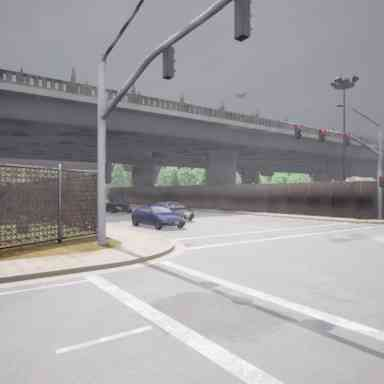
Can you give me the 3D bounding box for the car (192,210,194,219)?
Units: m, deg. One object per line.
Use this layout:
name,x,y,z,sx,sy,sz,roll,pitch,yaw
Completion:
car,-1.729,1.545,26.817,2.128,1.511,4.902,0,0,-36

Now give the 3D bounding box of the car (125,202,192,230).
car,-2.330,1.580,21.677,1.812,1.442,4.674,0,0,-38

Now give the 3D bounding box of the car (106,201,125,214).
car,-7.954,1.618,35.541,1.994,1.385,4.181,0,0,-35
